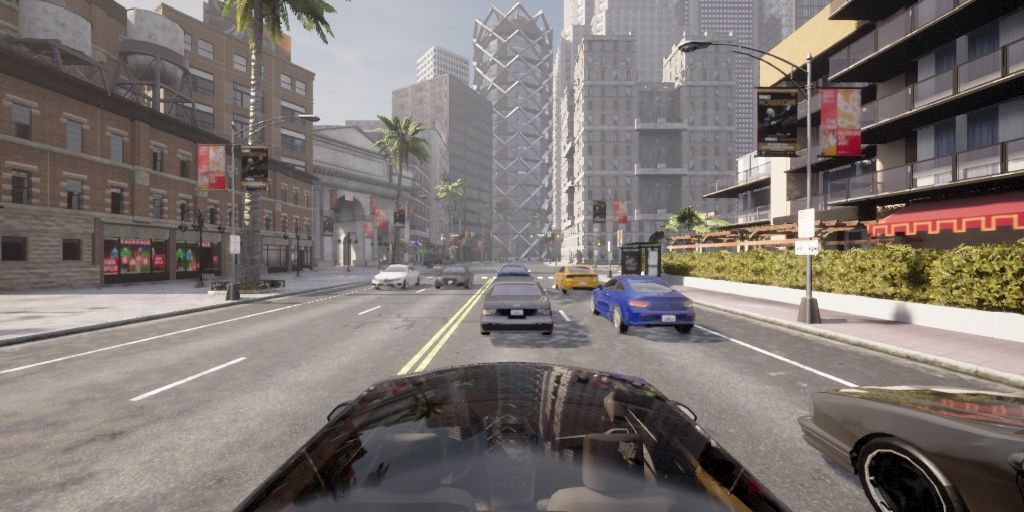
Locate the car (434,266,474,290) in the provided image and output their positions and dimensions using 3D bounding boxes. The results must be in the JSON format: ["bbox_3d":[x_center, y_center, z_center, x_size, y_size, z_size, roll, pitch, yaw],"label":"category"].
[{"bbox_3d":[-3.513,1.317,22.498,1.994,1.385,4.181,0,0,1],"label":"car"}]

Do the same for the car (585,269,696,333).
[{"bbox_3d":[3.620,1.277,10.594,1.812,1.442,4.674,0,0,0],"label":"car"}]

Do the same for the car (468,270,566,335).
[{"bbox_3d":[0.108,1.299,10.481,2.033,1.411,5.357,0,0,0],"label":"car"}]

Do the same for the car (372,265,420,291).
[{"bbox_3d":[-7.014,1.277,22.229,1.812,1.442,4.674,0,0,1],"label":"car"}]

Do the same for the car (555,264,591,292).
[{"bbox_3d":[3.615,1.230,20.687,1.882,1.535,5.008,0,0,0],"label":"car"}]

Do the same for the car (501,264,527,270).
[{"bbox_3d":[0.117,1.230,21.164,1.882,1.535,5.008,0,0,0],"label":"car"}]

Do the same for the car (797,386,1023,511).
[{"bbox_3d":[3.659,1.297,0.882,2.033,1.411,5.357,0,0,-1],"label":"car"}]
